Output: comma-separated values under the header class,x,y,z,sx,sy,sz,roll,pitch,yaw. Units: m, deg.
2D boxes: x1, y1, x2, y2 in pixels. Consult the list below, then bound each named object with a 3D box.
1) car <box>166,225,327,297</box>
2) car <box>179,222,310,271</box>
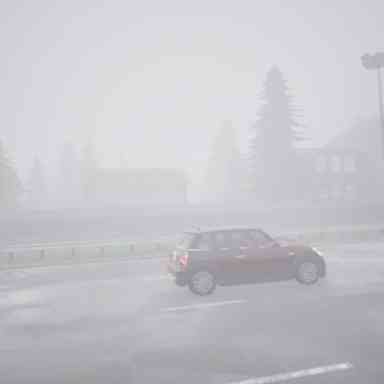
class,x,y,z,sx,sy,sz,roll,pitch,yaw
car,1.575,1.799,9.836,4.553,1.767,2.097,-2,-3,-14
car,2.061,2.117,13.547,4.892,1.490,1.837,-2,-3,-14
